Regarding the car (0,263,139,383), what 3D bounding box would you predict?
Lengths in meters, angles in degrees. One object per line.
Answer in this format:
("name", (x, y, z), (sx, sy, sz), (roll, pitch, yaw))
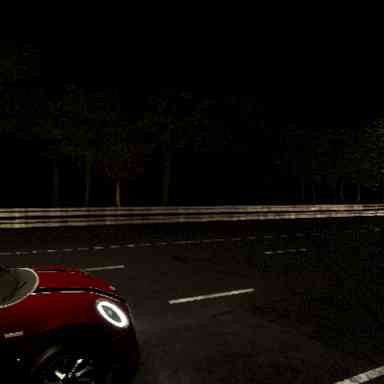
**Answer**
("car", (-2.892, 1.299, 3.477), (4.553, 1.767, 2.097), (1, 0, -27))
